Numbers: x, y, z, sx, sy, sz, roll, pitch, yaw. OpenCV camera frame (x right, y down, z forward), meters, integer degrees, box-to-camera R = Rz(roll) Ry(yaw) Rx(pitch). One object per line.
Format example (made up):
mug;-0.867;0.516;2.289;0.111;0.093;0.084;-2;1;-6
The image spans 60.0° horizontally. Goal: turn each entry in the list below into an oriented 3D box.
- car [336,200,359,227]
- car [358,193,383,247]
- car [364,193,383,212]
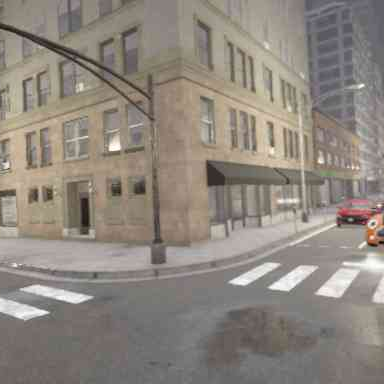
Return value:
car;9.539;1.156;19.094;1.887;1.381;4.507;-3;0;36
car;8.048;1.011;12.566;2.097;1.767;4.553;-3;0;38
car;15.863;0.849;27.902;1.887;1.381;4.507;-3;0;36
